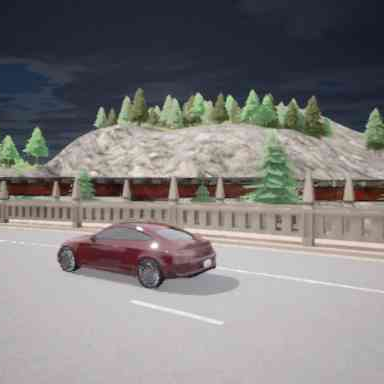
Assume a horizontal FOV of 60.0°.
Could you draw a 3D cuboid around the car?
[{"bbox_3d":[-1.587,1.483,8.939,4.674,1.442,1.812,0,0,32],"label":"car"}]
